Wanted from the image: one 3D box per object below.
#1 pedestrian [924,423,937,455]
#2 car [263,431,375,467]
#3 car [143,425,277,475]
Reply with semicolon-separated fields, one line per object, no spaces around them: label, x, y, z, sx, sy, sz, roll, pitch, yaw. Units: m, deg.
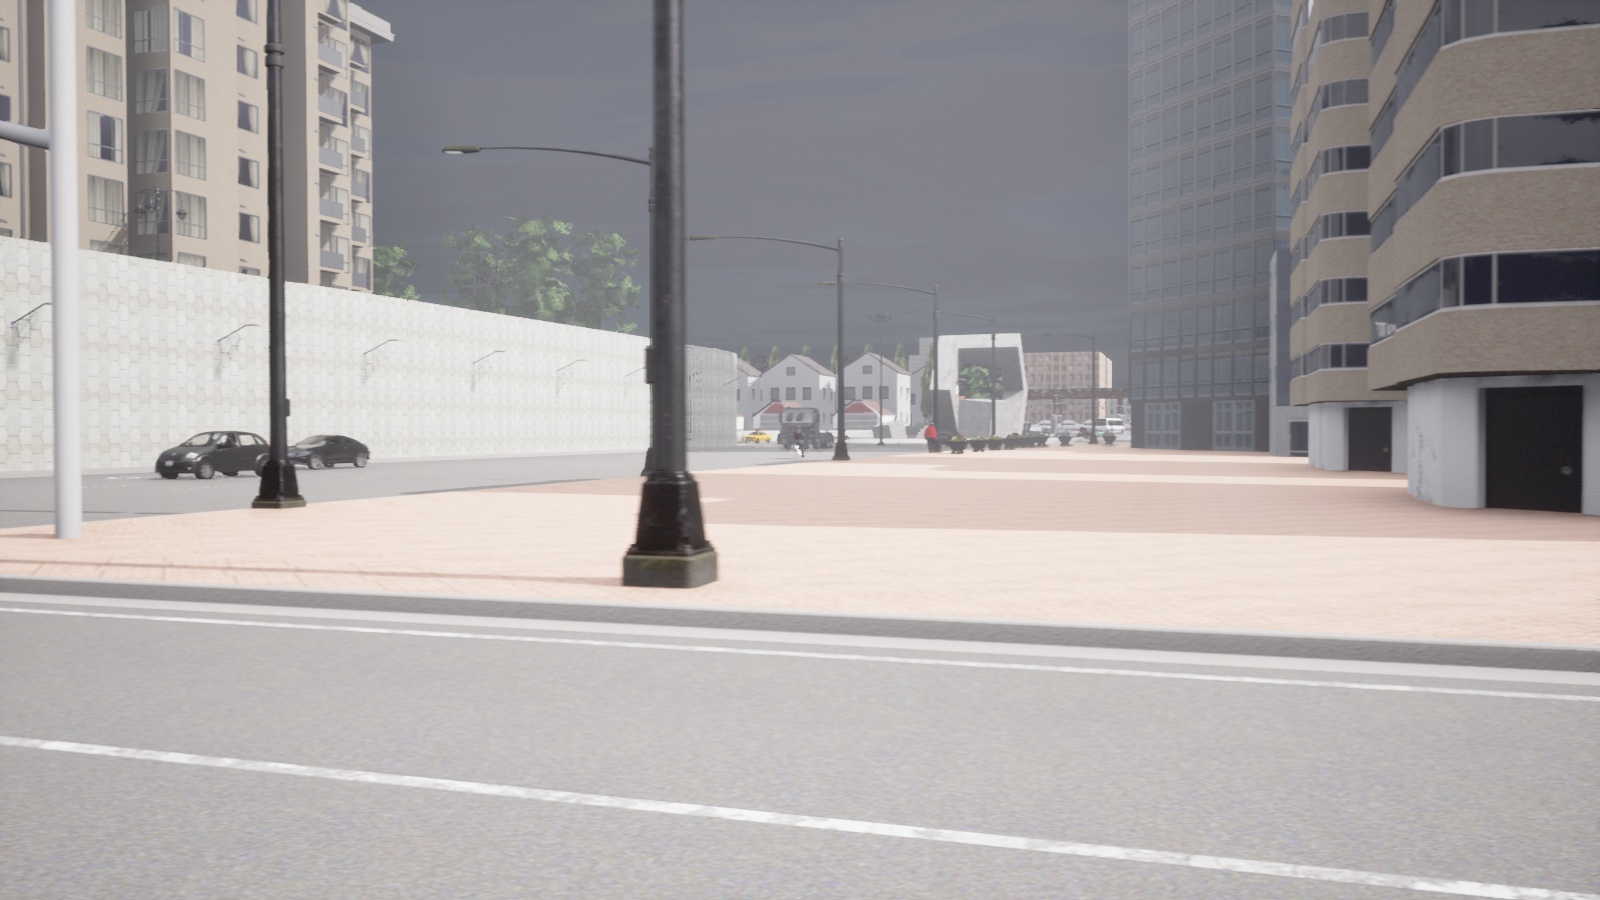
pedestrian;7.556;-0.656;72.851;0.634;1.844;0.899;0;1;14
car;-20.120;-0.068;52.757;1.812;1.442;4.674;1;1;19
car;-19.899;-0.034;42.530;1.851;1.617;3.988;1;1;19
